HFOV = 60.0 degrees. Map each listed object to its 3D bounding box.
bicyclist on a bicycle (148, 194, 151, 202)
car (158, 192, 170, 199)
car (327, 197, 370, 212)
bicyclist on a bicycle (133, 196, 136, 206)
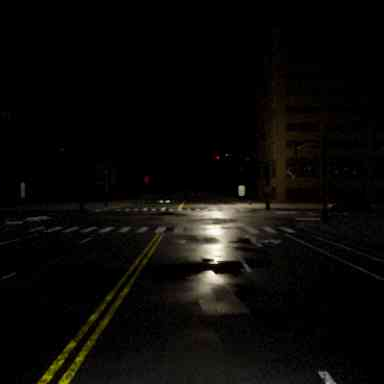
[{"bbox_3d":[-8.771,1.231,68.842,0.659,1.776,1.843,0,0,0],"label":"bicyclist on a bicycle"},{"bbox_3d":[-6.516,0.810,82.121,2.097,1.767,4.553,0,0,0],"label":"car"},{"bbox_3d":[16.672,1.275,35.616,4.097,1.590,1.967,0,1,0],"label":"car"},{"bbox_3d":[-8.729,1.346,50.343,0.582,1.620,1.656,0,0,0],"label":"bicyclist on a bicycle"}]
